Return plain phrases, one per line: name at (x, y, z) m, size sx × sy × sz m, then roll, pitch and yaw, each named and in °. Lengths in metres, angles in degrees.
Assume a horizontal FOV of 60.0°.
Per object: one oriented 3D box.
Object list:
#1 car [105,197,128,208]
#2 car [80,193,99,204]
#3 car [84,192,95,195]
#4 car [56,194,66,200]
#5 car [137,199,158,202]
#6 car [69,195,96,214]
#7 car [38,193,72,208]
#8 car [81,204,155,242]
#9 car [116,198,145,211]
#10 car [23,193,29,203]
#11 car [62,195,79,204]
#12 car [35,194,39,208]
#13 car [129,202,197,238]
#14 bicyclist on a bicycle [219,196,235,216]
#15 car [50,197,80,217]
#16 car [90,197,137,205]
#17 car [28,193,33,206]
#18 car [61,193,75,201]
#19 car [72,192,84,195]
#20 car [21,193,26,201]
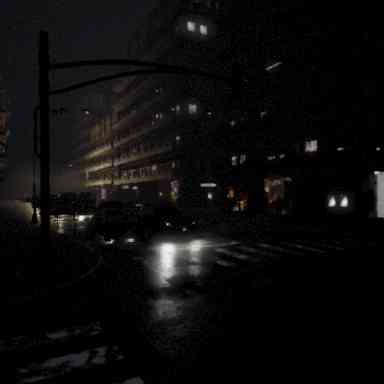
car at (-10.158, 1.368, 44.502) m, size 1.752 × 1.417 × 4.829 m, roll 0°, pitch 0°, yaw -29°
car at (-18.280, 1.132, 58.903) m, size 2.192 × 1.841 × 5.009 m, roll 0°, pitch 0°, yaw -29°
car at (-16.489, 1.070, 50.427) m, size 2.150 × 2.045 × 5.566 m, roll 0°, pitch 1°, yaw -29°
car at (-34.696, 1.334, 87.999) m, size 1.947 × 1.339 × 4.313 m, roll 0°, pitch 0°, yaw -29°
car at (-4.603, 1.413, 34.655) m, size 2.008 × 1.369 × 4.403 m, roll 0°, pitch 0°, yaw -29°
car at (-11.025, 1.374, 34.241) m, size 1.882 × 1.535 × 5.008 m, roll 0°, pitch 0°, yaw -29°
car at (-14.653, 1.224, 35.417) m, size 2.192 × 1.841 × 5.009 m, roll 0°, pitch 0°, yaw -29°
car at (-3.711, 1.500, 16.018) m, size 2.008 × 1.369 × 4.403 m, roll 0°, pitch 0°, yaw -29°
car at (-7.339, 1.404, 39.504) m, size 2.008 × 1.369 × 4.403 m, roll 0°, pitch 0°, yaw -29°
car at (-31.069, 1.422, 64.513) m, size 1.947 × 1.339 × 4.313 m, roll 0°, pitch 0°, yaw -29°
car at (-21.966, 1.321, 60.151) m, size 2.128 × 1.511 × 4.902 m, roll 0°, pitch 0°, yaw -30°
car at (-20.042, 1.416, 44.967) m, size 1.752 × 1.417 × 4.829 m, roll 0°, pitch 0°, yaw -29°
car at (-1.518, 1.457, 17.418) m, size 1.812 × 1.442 × 4.674 m, roll 0°, pitch 0°, yaw -30°
bicyclist on a bicycle at (2.886, 1.162, 27.354) m, size 1.656 × 1.620 × 0.582 m, roll -1°, pitch 0°, yaw -29°
car at (-11.919, 1.463, 30.567) m, size 1.887 × 1.381 × 4.507 m, roll 0°, pitch 0°, yaw -29°
car at (-6.112, 1.419, 25.524) m, size 1.837 × 1.490 × 4.892 m, roll 0°, pitch 0°, yaw -29°
car at (-22.860, 1.196, 49.965) m, size 2.192 × 1.841 × 5.009 m, roll 0°, pitch 0°, yaw -29°
car at (-29.223, 1.099, 78.299) m, size 2.192 × 1.841 × 5.009 m, roll 0°, pitch 0°, yaw -29°
car at (-16.116, 1.100, 43.348) m, size 2.150 × 2.045 × 5.566 m, roll 0°, pitch 0°, yaw -29°
car at (-39.274, 1.147, 79.061) m, size 2.192 × 1.841 × 5.009 m, roll 0°, pitch 0°, yaw -29°
